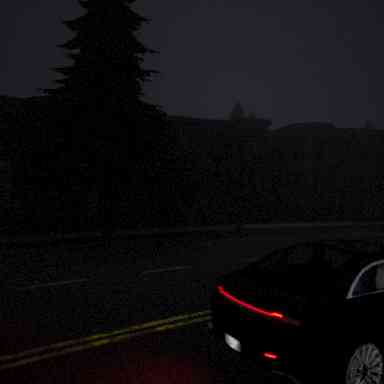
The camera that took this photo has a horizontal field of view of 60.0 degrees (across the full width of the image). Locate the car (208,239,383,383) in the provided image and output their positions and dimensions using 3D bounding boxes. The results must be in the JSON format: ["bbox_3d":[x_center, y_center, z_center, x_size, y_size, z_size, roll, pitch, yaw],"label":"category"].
[{"bbox_3d":[2.580,1.476,4.901,4.902,1.511,2.128,0,0,-29],"label":"car"}]
